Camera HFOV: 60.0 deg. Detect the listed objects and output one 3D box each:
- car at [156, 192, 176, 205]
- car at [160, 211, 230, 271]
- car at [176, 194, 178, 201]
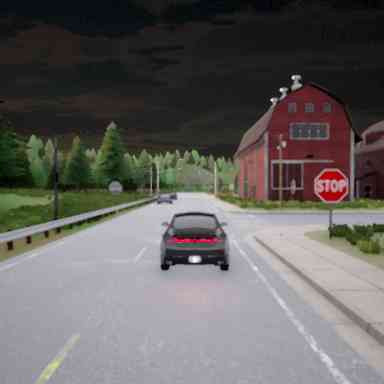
[{"bbox_3d":[-3.579,0.950,44.514,1.812,1.442,4.674,0,1,0],"label":"car"},{"bbox_3d":[0.081,1.366,10.419,1.837,1.490,4.892,0,0,0],"label":"car"},{"bbox_3d":[-3.537,0.776,59.723,2.033,1.411,5.357,0,1,1],"label":"car"}]
